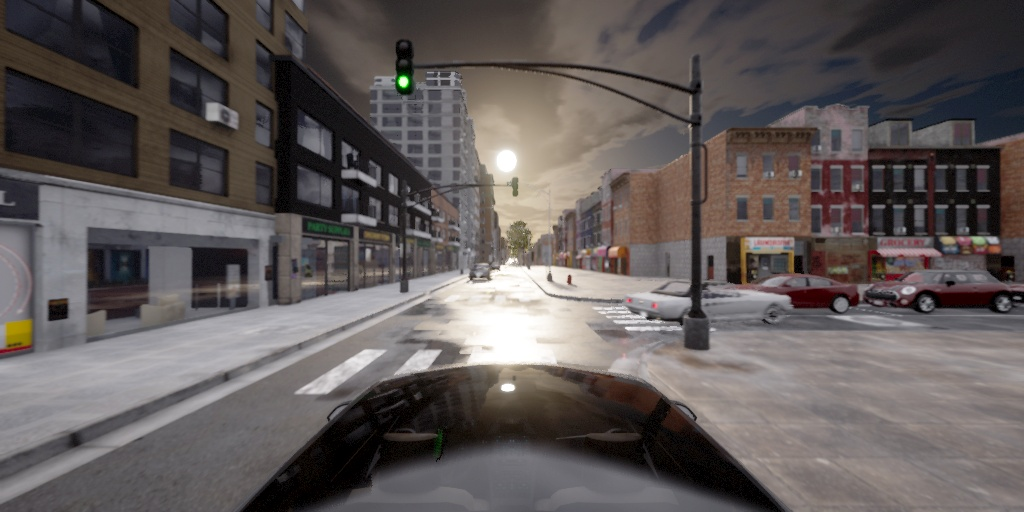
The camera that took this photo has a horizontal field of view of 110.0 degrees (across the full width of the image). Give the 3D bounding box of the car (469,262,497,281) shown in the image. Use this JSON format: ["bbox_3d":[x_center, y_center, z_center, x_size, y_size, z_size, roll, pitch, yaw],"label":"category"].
[{"bbox_3d":[-2.844,1.449,33.069,2.128,1.511,4.902,0,0,0],"label":"car"}]

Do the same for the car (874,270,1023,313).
[{"bbox_3d":[15.834,1.239,13.533,4.097,1.591,1.967,0,0,0],"label":"car"}]

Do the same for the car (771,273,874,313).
[{"bbox_3d":[10.370,1.350,13.537,4.507,1.381,1.888,0,0,0],"label":"car"}]

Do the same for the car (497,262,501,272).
[{"bbox_3d":[-2.780,1.686,56.795,1.837,1.490,4.892,0,-1,1],"label":"car"}]

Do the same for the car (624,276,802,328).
[{"bbox_3d":[6.003,1.402,10.992,4.718,1.301,1.895,0,0,-14],"label":"car"}]
